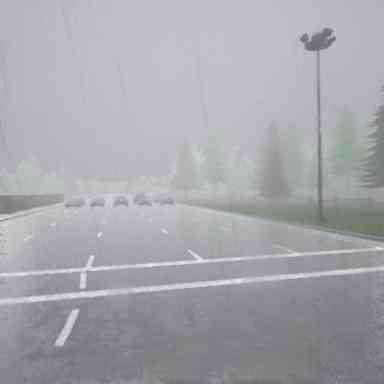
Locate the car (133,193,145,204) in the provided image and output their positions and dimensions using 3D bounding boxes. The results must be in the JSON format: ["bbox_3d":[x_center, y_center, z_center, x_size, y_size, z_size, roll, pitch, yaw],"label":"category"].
[{"bbox_3d":[-9.554,1.142,60.779,2.150,2.045,5.566,-1,0,-13],"label":"car"}]

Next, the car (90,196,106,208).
[{"bbox_3d":[-14.286,1.639,50.262,1.895,1.301,4.718,-1,0,-13],"label":"car"}]

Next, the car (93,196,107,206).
[{"bbox_3d":[-16.359,1.529,59.164,2.128,1.511,4.902,-1,0,-13],"label":"car"}]

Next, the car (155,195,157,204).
[{"bbox_3d":[-6.134,1.354,61.544,2.128,1.511,4.902,-1,0,-13],"label":"car"}]

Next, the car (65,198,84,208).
[{"bbox_3d":[-17.869,1.660,50.219,1.994,1.385,4.181,-1,0,-13],"label":"car"}]

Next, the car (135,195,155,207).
[{"bbox_3d":[-7.375,1.522,51.443,1.895,1.301,4.718,-1,0,-13],"label":"car"}]

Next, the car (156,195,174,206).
[{"bbox_3d":[-4.055,1.368,52.612,1.837,1.490,4.892,-1,0,-13],"label":"car"}]

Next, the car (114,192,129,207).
[{"bbox_3d":[-10.868,1.332,50.996,2.097,1.767,4.553,-1,0,-13],"label":"car"}]

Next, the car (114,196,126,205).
[{"bbox_3d":[-12.950,1.526,59.958,2.033,1.411,5.357,-1,0,-13],"label":"car"}]

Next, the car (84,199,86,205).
[{"bbox_3d":[-19.767,1.659,58.371,1.994,1.385,4.181,-1,0,-13],"label":"car"}]
